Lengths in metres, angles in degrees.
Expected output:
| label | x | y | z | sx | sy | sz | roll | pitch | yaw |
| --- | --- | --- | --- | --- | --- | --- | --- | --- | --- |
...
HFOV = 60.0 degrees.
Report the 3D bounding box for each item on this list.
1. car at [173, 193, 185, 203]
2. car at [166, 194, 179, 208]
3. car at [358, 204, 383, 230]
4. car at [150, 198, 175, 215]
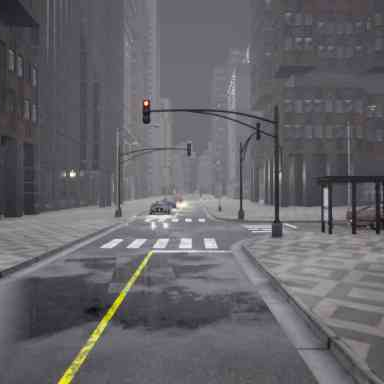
| label | x | y | z | sx | sy | sz | roll | pitch | yaw |
| --- | --- | --- | --- | --- | --- | --- | --- | --- | --- |
| car | -3.134 | 1.240 | 68.019 | 2.150 | 2.045 | 5.566 | 0 | 0 | 0 |
| car | -3.186 | 1.488 | 46.439 | 1.882 | 1.535 | 5.008 | 0 | 0 | 0 |
| car | 11.470 | 1.430 | 19.142 | 4.674 | 1.442 | 1.812 | 0 | -1 | 0 |
| car | -3.162 | 1.572 | 34.144 | 1.994 | 1.385 | 4.181 | 0 | 0 | 0 |
